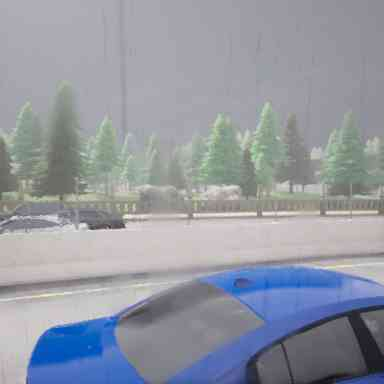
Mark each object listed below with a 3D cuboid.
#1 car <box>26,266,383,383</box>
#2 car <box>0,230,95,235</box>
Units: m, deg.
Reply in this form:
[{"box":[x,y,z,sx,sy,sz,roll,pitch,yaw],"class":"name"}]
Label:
[{"box":[1.180,1.477,3.048,5.008,1.535,1.882,0,0,-22],"class":"car"},{"box":[-5.996,1.525,11.649,4.674,1.442,1.812,0,0,-23],"class":"car"}]
